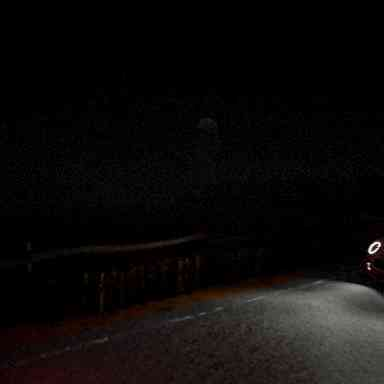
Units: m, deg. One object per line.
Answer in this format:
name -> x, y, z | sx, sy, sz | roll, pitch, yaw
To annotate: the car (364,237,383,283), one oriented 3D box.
car -> 6.427, 1.354, 8.536 | 4.553, 1.767, 2.097 | 0, 0, -35
